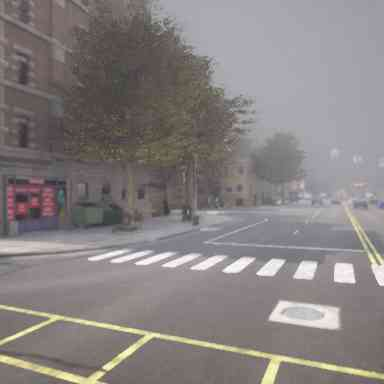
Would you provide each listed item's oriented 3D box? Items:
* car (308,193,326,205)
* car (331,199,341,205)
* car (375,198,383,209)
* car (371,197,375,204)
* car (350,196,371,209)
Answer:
[{"bbox_3d":[26.286,1.720,69.730,2.150,2.045,5.566,-1,-1,24],"label":"car"},{"bbox_3d":[29.492,2.043,68.315,1.895,1.301,4.718,-1,-1,24],"label":"car"},{"bbox_3d":[28.808,1.729,49.341,1.882,1.535,5.008,-1,-1,24],"label":"car"},{"bbox_3d":[35.789,1.854,65.250,1.837,1.490,4.892,-1,-1,24],"label":"car"},{"bbox_3d":[25.281,1.801,50.031,1.837,1.490,4.892,-1,0,24],"label":"car"}]
